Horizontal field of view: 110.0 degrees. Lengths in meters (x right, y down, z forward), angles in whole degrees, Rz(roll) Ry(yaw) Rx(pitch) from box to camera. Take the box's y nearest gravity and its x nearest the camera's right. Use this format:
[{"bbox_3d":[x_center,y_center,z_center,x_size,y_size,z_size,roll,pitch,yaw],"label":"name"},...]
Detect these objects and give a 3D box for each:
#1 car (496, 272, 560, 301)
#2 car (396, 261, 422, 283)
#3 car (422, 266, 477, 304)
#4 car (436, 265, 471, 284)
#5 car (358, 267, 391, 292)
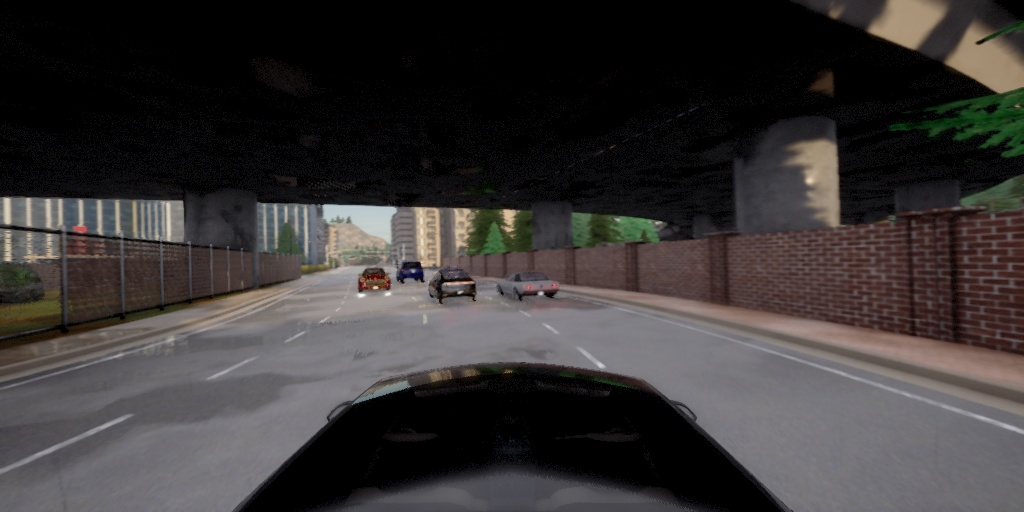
[{"bbox_3d":[0.623,1.464,18.412,1.895,1.301,4.718,-2,0,-18],"label":"car"},{"bbox_3d":[-10.186,1.577,35.750,2.150,2.045,5.566,-2,-1,-23],"label":"car"},{"bbox_3d":[-3.131,1.476,18.335,2.128,1.511,4.902,-2,-1,-20],"label":"car"},{"bbox_3d":[-5.669,1.685,34.008,2.128,1.511,4.902,-2,-1,-23],"label":"car"},{"bbox_3d":[-10.245,1.638,26.651,2.097,1.767,4.553,-2,0,-23],"label":"car"}]
